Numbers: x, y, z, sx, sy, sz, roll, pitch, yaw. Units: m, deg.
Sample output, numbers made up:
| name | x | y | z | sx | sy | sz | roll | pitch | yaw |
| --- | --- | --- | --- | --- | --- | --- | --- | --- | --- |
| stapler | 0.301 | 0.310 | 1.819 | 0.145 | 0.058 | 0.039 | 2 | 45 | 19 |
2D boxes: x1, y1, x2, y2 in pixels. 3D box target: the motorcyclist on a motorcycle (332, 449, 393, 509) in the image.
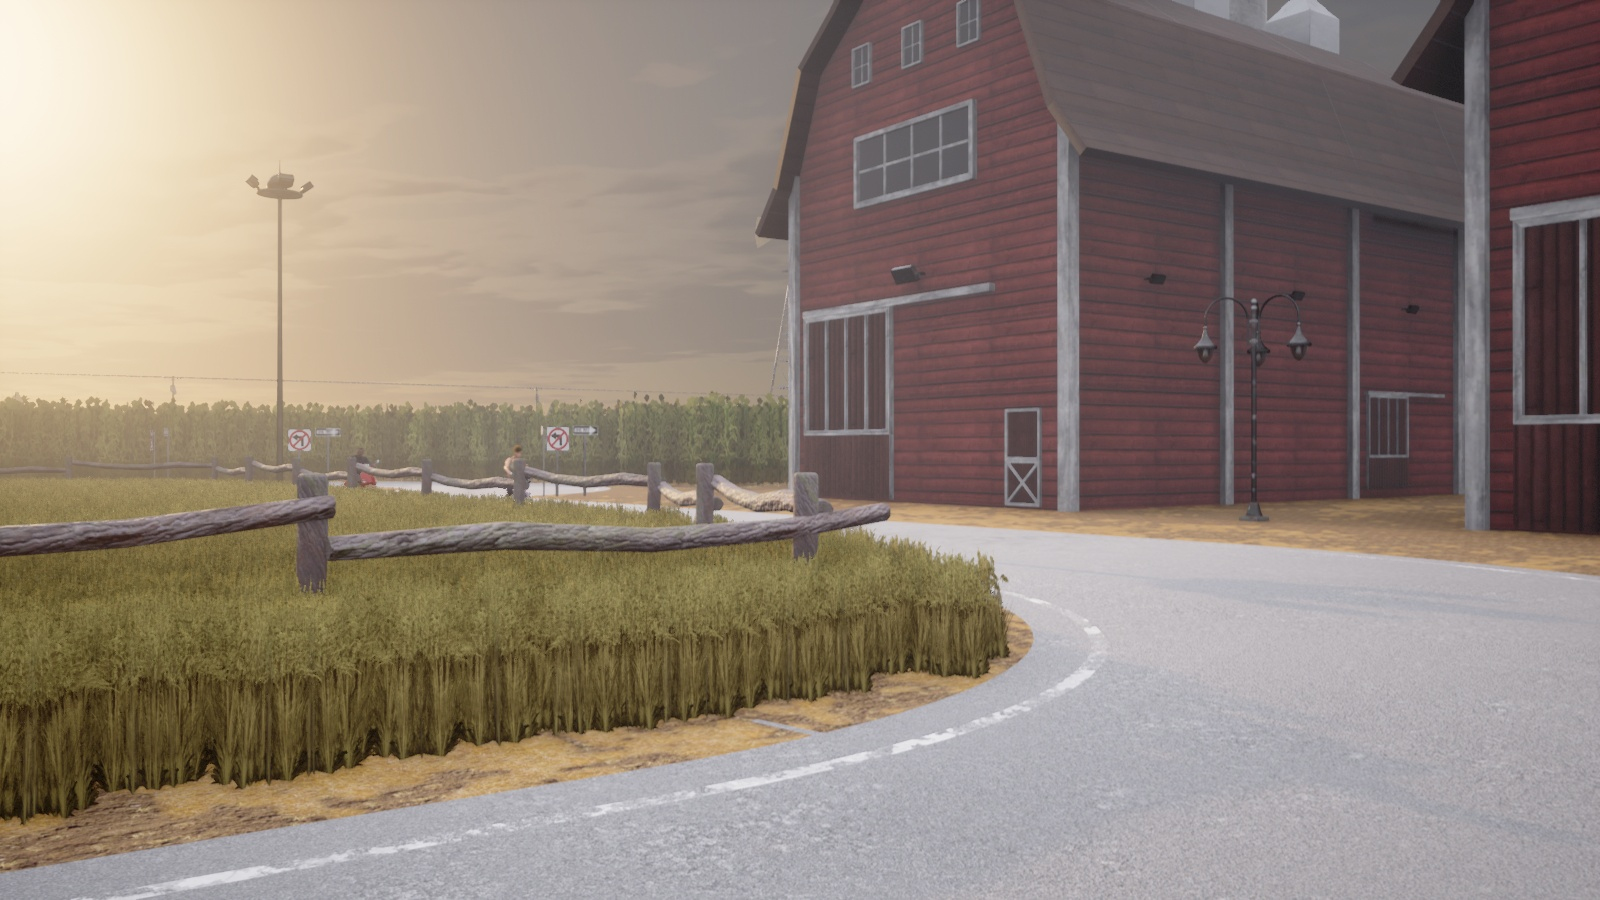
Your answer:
| name | x | y | z | sx | sy | sz | roll | pitch | yaw |
| --- | --- | --- | --- | --- | --- | --- | --- | --- | --- |
| motorcyclist on a motorcycle | -12.169 | 0.782 | 34.920 | 0.866 | 1.590 | 1.817 | -2 | 1 | -44 |
